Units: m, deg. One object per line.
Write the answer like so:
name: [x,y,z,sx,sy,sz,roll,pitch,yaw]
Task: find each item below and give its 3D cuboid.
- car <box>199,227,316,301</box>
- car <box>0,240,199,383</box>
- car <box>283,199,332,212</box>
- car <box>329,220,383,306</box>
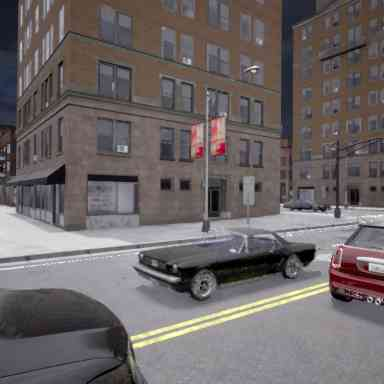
car: [0.981,1.603,8.434,4.718,1.301,1.895,0,0,-36]
car: [-2.846,1.221,1.405,5.566,2.045,2.150,0,0,-36]
car: [12.823,1.468,37.445,2.033,1.411,5.357,1,0,-36]
car: [4.967,1.355,7.078,4.553,1.767,2.097,0,0,-36]
